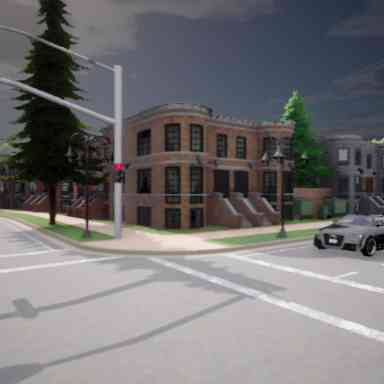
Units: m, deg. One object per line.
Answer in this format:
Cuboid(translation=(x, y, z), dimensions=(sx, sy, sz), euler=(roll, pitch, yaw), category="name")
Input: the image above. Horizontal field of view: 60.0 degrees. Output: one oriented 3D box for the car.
Cuboid(translation=(6.663, 1.561, 13.038), dimensions=(4.181, 1.385, 1.994), euler=(0, 0, -35), category="car")
